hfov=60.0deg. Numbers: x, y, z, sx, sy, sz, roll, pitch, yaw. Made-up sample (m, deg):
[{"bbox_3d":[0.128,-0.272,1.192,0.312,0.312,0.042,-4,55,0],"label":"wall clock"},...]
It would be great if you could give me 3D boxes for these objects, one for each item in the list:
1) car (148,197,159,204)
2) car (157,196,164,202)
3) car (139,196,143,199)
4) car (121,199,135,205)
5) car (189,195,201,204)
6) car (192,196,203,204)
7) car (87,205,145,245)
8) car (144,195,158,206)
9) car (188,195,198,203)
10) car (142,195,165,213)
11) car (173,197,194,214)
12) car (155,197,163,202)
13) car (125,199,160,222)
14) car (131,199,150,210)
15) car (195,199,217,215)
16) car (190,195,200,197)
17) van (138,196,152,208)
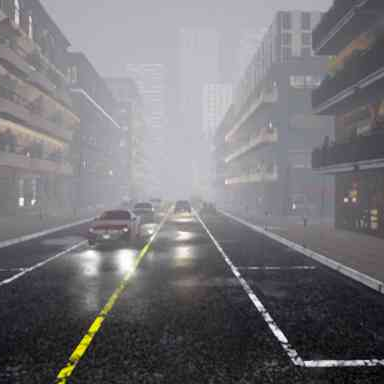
[{"bbox_3d":[-7.822,1.775,68.158,2.008,1.369,4.403,-1,0,-2],"label":"car"},{"bbox_3d":[-8.526,1.882,90.555,1.802,1.307,4.206,-1,0,-2],"label":"car"},{"bbox_3d":[-6.895,1.572,40.164,1.967,1.590,4.097,-1,0,-2],"label":"car"},{"bbox_3d":[-6.715,1.695,34.564,1.802,1.307,4.206,-1,0,-2],"label":"car"},{"bbox_3d":[0.558,1.540,68.396,2.192,1.841,5.009,-1,0,-2],"label":"car"},{"bbox_3d":[1.267,1.676,46.169,1.752,1.417,4.829,-1,0,-2],"label":"car"},{"bbox_3d":[-3.556,1.578,15.898,1.812,1.442,4.674,0,0,-2],"label":"car"},{"bbox_3d":[-7.631,1.521,62.560,2.192,1.841,5.009,-1,0,-2],"label":"car"},{"bbox_3d":[0.203,1.577,79.595,2.192,1.841,5.009,-1,0,-2],"label":"car"},{"bbox_3d":[-4.308,1.481,39.611,2.097,1.767,4.553,0,0,-2],"label":"car"},{"bbox_3d":[-1.046,1.625,36.830,1.837,1.490,4.892,0,0,-2],"label":"car"},{"bbox_3d":[-8.348,1.863,84.956,1.802,1.307,4.206,-1,0,-2],"label":"car"},{"bbox_3d":[-3.885,1.592,26.917,1.837,1.490,4.892,0,0,-2],"label":"car"},{"bbox_3d":[-7.071,1.701,45.762,2.008,1.369,4.403,-1,0,-2],"label":"car"},{"bbox_3d":[1.629,1.695,34.800,1.802,1.307,4.206,-1,0,-2],"label":"car"},{"bbox_3d":[0.914,1.502,57.198,2.192,1.841,5.009,-1,0,-2],"label":"car"},{"bbox_3d":[-7.252,1.510,51.362,1.690,1.788,3.998,-1,0,-2],"label":"van"}]
